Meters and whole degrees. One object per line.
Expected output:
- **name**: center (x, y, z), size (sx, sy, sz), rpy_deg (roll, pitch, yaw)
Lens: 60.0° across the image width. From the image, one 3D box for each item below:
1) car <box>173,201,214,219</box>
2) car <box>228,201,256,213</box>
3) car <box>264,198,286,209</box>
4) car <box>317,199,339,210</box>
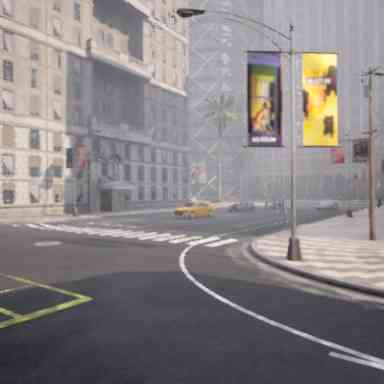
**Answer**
- **car**: center (0.209, 1.644, 31.431), size (1.882, 1.535, 5.008), rpy_deg (-1, 0, 35)
- **car**: center (5.956, 1.730, 39.513), size (1.994, 1.385, 4.181), rpy_deg (-1, 0, 36)
- **car**: center (12.041, 1.657, 47.941), size (2.128, 1.511, 4.902), rpy_deg (-1, 0, 36)
- **car**: center (17.781, 1.624, 43.646), size (1.812, 1.442, 4.674), rpy_deg (-1, 0, 35)
